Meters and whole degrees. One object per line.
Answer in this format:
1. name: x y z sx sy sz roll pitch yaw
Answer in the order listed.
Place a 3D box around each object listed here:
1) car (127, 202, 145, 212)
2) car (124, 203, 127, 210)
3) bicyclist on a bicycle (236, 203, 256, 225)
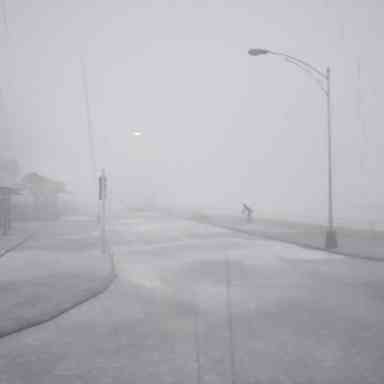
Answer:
1. car: -8.380 2.352 51.089 1.994 1.385 4.181 0 -1 -17
2. car: -11.309 2.550 60.614 1.895 1.301 4.718 0 -1 -17
3. bicyclist on a bicycle: 4.058 1.642 24.901 1.656 1.620 0.582 -1 -1 -17
